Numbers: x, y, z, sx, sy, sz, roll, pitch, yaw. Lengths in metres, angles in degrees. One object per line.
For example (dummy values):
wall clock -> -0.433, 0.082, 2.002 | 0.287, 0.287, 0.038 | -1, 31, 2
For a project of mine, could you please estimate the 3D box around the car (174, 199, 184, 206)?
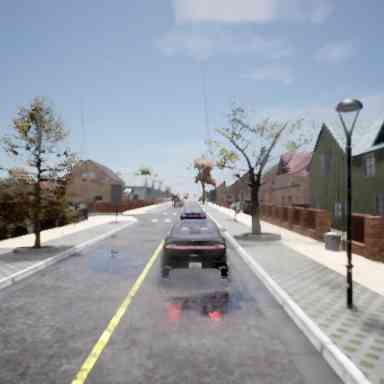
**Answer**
car -> -2.785, 2.276, 73.729 | 2.128, 1.511, 4.902 | 0, -1, 0

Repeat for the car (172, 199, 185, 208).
car -> -2.798, 2.335, 64.988 | 1.812, 1.442, 4.674 | 0, -1, 0

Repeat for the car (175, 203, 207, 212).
car -> 0.048, 1.756, 23.611 | 2.128, 1.511, 4.902 | 0, -1, -1

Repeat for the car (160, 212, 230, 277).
car -> 0.085, 1.608, 10.587 | 2.128, 1.511, 4.902 | 0, -1, 0

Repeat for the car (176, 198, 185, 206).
car -> -2.789, 2.386, 80.390 | 2.097, 1.767, 4.553 | 0, -1, 0
